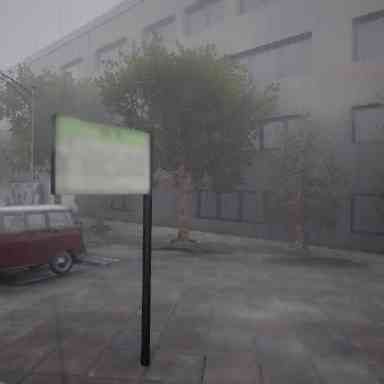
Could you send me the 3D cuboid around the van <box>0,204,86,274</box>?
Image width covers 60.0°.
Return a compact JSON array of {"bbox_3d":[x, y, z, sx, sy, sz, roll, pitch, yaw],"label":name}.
[{"bbox_3d":[-4.962,1.361,8.965,1.878,1.987,4.442,-2,-1,35],"label":"van"}]
